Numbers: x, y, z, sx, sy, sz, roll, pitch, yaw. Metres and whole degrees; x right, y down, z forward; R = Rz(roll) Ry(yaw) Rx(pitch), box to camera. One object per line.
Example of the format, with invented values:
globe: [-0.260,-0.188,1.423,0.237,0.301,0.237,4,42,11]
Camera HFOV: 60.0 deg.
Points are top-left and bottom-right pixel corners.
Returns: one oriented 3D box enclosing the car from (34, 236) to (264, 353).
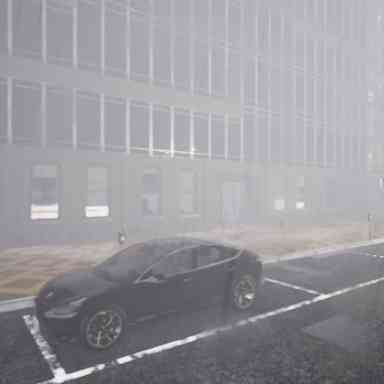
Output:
car: [-0.528,1.567,6.180,4.313,1.339,1.947,0,0,-36]
